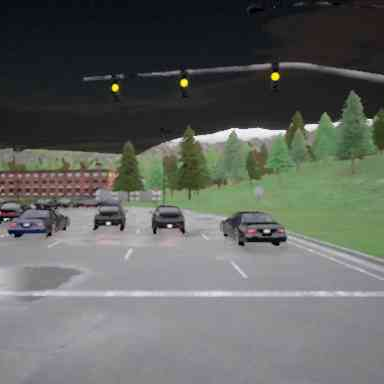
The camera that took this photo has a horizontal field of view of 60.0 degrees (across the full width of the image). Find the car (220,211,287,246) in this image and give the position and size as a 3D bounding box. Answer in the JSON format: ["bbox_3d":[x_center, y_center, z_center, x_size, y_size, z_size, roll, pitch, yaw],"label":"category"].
[{"bbox_3d":[2.665,1.593,15.542,2.033,1.411,5.357,0,0,-6],"label":"car"}]

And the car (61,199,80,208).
[{"bbox_3d":[-18.920,1.726,49.155,4.674,1.442,1.812,0,0,43],"label":"car"}]

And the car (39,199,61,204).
[{"bbox_3d":[-20.091,1.698,45.437,1.837,1.490,4.892,0,0,-43],"label":"car"}]

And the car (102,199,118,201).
[{"bbox_3d":[-13.354,1.751,53.579,5.357,1.411,2.033,0,0,44],"label":"car"}]

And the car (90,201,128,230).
[{"bbox_3d":[-5.347,1.589,21.957,1.837,1.490,4.892,0,0,-10],"label":"car"}]

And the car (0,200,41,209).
[{"bbox_3d":[-13.079,1.615,24.930,1.837,1.490,4.892,0,0,-12],"label":"car"}]

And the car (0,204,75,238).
[{"bbox_3d":[-8.265,1.625,18.423,2.033,1.411,5.357,0,0,-8],"label":"car"}]

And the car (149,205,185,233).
[{"bbox_3d":[-1.535,1.575,20.357,1.837,1.490,4.892,0,0,-8],"label":"car"}]

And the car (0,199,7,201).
[{"bbox_3d":[-27.294,1.718,47.110,4.892,1.490,1.837,0,0,38],"label":"car"}]

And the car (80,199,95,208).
[{"bbox_3d":[-16.450,1.768,51.708,4.181,1.385,1.994,0,0,44],"label":"car"}]
